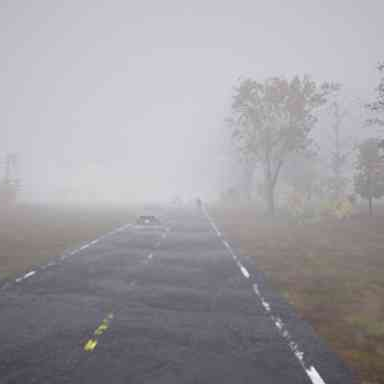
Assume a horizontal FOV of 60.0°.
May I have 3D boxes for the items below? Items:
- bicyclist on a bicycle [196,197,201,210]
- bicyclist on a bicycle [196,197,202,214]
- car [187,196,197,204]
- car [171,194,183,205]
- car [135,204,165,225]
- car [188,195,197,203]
[{"bbox_3d":[0.852,1.532,45.640,0.659,1.776,1.843,-1,0,0],"label":"bicyclist on a bicycle"},{"bbox_3d":[0.850,1.584,36.562,0.582,1.620,1.656,0,-1,0],"label":"bicyclist on a bicycle"},{"bbox_3d":[0.074,1.811,69.214,1.994,1.385,4.181,0,0,1],"label":"car"},{"bbox_3d":[-2.953,1.459,66.470,2.150,2.045,5.566,0,0,0],"label":"car"},{"bbox_3d":[-3.080,1.638,25.535,2.033,1.411,5.357,0,0,0],"label":"car"},{"bbox_3d":[0.062,1.632,78.410,2.097,1.767,4.553,0,0,0],"label":"car"}]
